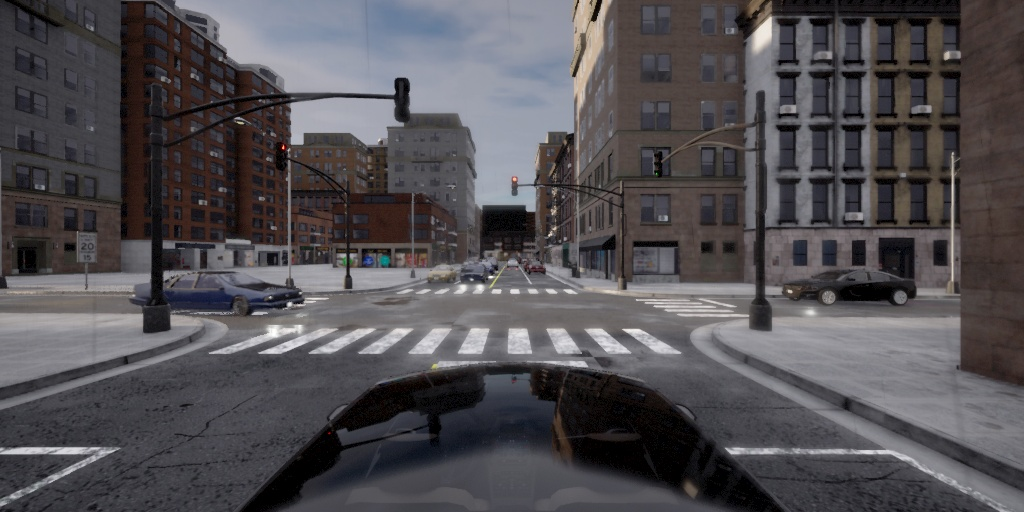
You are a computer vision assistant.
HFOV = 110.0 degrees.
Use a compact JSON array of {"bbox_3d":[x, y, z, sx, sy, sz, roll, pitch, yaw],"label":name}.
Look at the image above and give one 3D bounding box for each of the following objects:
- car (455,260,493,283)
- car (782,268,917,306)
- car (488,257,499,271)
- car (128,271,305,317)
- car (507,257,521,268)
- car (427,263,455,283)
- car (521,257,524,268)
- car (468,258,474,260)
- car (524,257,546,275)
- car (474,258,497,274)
[{"bbox_3d":[-2.845,1.298,28.165,2.033,1.411,5.357,0,0,0],"label":"car"},{"bbox_3d":[14.774,1.310,15.873,5.008,1.535,1.882,0,0,-1],"label":"car"},{"bbox_3d":[-2.827,1.230,48.706,1.882,1.535,5.008,0,0,0],"label":"car"},{"bbox_3d":[-10.273,1.254,12.596,5.357,1.411,2.033,0,0,6],"label":"car"},{"bbox_3d":[0.112,1.279,61.904,1.812,1.442,4.674,0,0,0],"label":"car"},{"bbox_3d":[-5.384,1.276,27.912,1.751,1.417,4.829,0,0,0],"label":"car"},{"bbox_3d":[2.644,1.066,45.066,2.192,1.841,5.009,0,0,0],"label":"car"},{"bbox_3d":[-5.382,1.302,45.068,2.007,1.370,4.403,0,0,0],"label":"car"},{"bbox_3d":[2.643,1.191,39.404,1.967,1.591,4.097,0,0,0],"label":"car"},{"bbox_3d":[-2.846,1.277,38.215,1.812,1.442,4.674,0,0,0],"label":"car"}]
